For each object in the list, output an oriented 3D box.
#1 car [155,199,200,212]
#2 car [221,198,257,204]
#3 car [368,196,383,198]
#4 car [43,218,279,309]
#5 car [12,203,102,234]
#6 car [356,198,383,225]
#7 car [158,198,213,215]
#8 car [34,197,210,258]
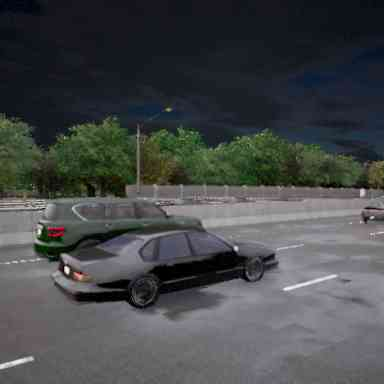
[{"bbox_3d":[-1.603,1.466,37.248,4.718,1.301,1.895,0,0,-36],"label":"car"},{"bbox_3d":[4.437,1.358,32.957,4.892,1.490,1.837,0,0,-35],"label":"car"},{"bbox_3d":[33.227,1.516,57.702,4.892,1.490,1.837,1,0,-35],"label":"car"},{"bbox_3d":[-0.345,1.519,7.806,5.357,1.411,2.033,-1,0,-36],"label":"car"},{"bbox_3d":[-7.972,1.495,19.803,4.674,1.442,1.812,-1,0,-36],"label":"car"},{"bbox_3d":[12.893,1.341,21.551,4.902,1.511,2.128,0,0,-36],"label":"car"},{"bbox_3d":[-0.613,1.418,33.656,5.357,1.411,2.033,0,0,-36],"label":"car"},{"bbox_3d":[-2.082,1.192,10.861,5.566,2.045,2.150,-1,0,-36],"label":"car"}]
